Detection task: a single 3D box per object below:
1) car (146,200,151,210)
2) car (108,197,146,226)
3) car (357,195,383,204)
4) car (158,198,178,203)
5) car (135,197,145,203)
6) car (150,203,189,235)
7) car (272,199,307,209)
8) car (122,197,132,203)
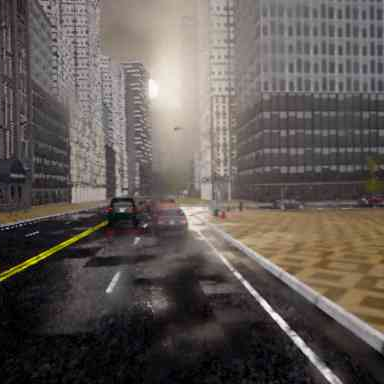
[{"bbox_3d":[-6.793,1.769,46.616,1.812,1.442,4.674,-1,1,-5],"label":"car"},{"bbox_3d":[-4.970,1.369,25.177,2.150,2.045,5.566,-1,0,-5],"label":"car"},{"bbox_3d":[28.649,1.163,53.357,4.097,1.590,1.967,-1,0,-6],"label":"car"},{"bbox_3d":[-2.553,1.456,34.694,2.097,1.767,4.553,-1,0,-5],"label":"car"},{"bbox_3d":[-13.673,1.974,87.541,2.033,1.411,5.357,-1,0,-5],"label":"car"},{"bbox_3d":[-1.201,1.601,19.233,2.033,1.411,5.357,-1,0,-5],"label":"car"},{"bbox_3d":[12.633,1.597,43.231,4.403,1.369,2.008,-1,0,-6],"label":"car"},{"bbox_3d":[-16.911,2.048,87.263,2.033,1.411,5.357,-1,0,-5],"label":"car"}]
